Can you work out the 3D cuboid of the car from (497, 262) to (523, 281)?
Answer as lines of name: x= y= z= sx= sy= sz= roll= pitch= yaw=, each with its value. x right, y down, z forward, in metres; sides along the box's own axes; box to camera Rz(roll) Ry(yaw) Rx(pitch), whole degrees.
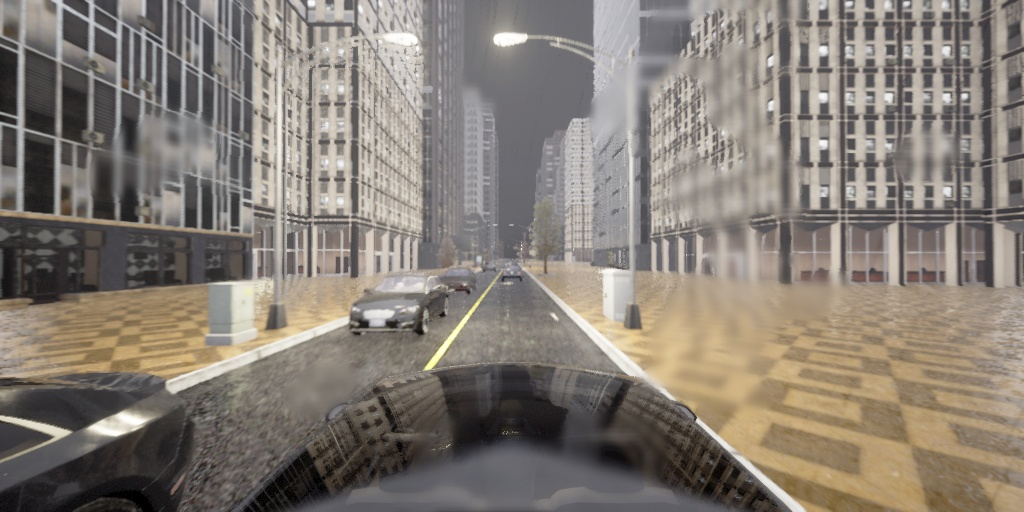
car: x=0.008 y=1.441 z=31.723 sx=2.033 sy=1.411 sz=5.357 roll=0 pitch=0 yaw=0

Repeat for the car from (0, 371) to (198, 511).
car: x=-3.094 y=1.250 z=0.423 sx=1.837 sy=1.490 sz=4.892 roll=0 pitch=0 yaw=0

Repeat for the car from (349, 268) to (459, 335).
car: x=-3.094 y=1.285 z=10.709 sx=2.128 sy=1.511 sz=4.902 roll=0 pitch=0 yaw=0

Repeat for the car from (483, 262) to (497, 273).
car: x=-3.002 y=1.539 z=49.340 sx=1.837 sy=1.490 sz=4.892 roll=0 pitch=0 yaw=0

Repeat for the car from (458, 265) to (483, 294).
car: x=-3.093 y=1.391 z=21.225 sx=2.033 sy=1.411 sz=5.357 roll=0 pitch=0 yaw=0
